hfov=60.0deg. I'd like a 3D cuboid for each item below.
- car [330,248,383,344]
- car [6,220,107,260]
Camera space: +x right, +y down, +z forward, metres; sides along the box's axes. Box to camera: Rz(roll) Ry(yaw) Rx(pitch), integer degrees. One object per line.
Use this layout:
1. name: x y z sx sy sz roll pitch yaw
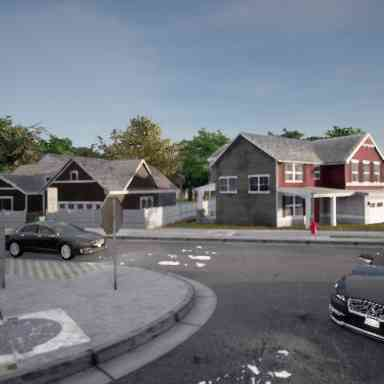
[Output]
1. car: 4.451 1.532 5.944 4.892 1.490 1.837 0 0 -35
2. car: -6.097 2.044 14.766 4.892 1.490 1.837 -2 0 22
